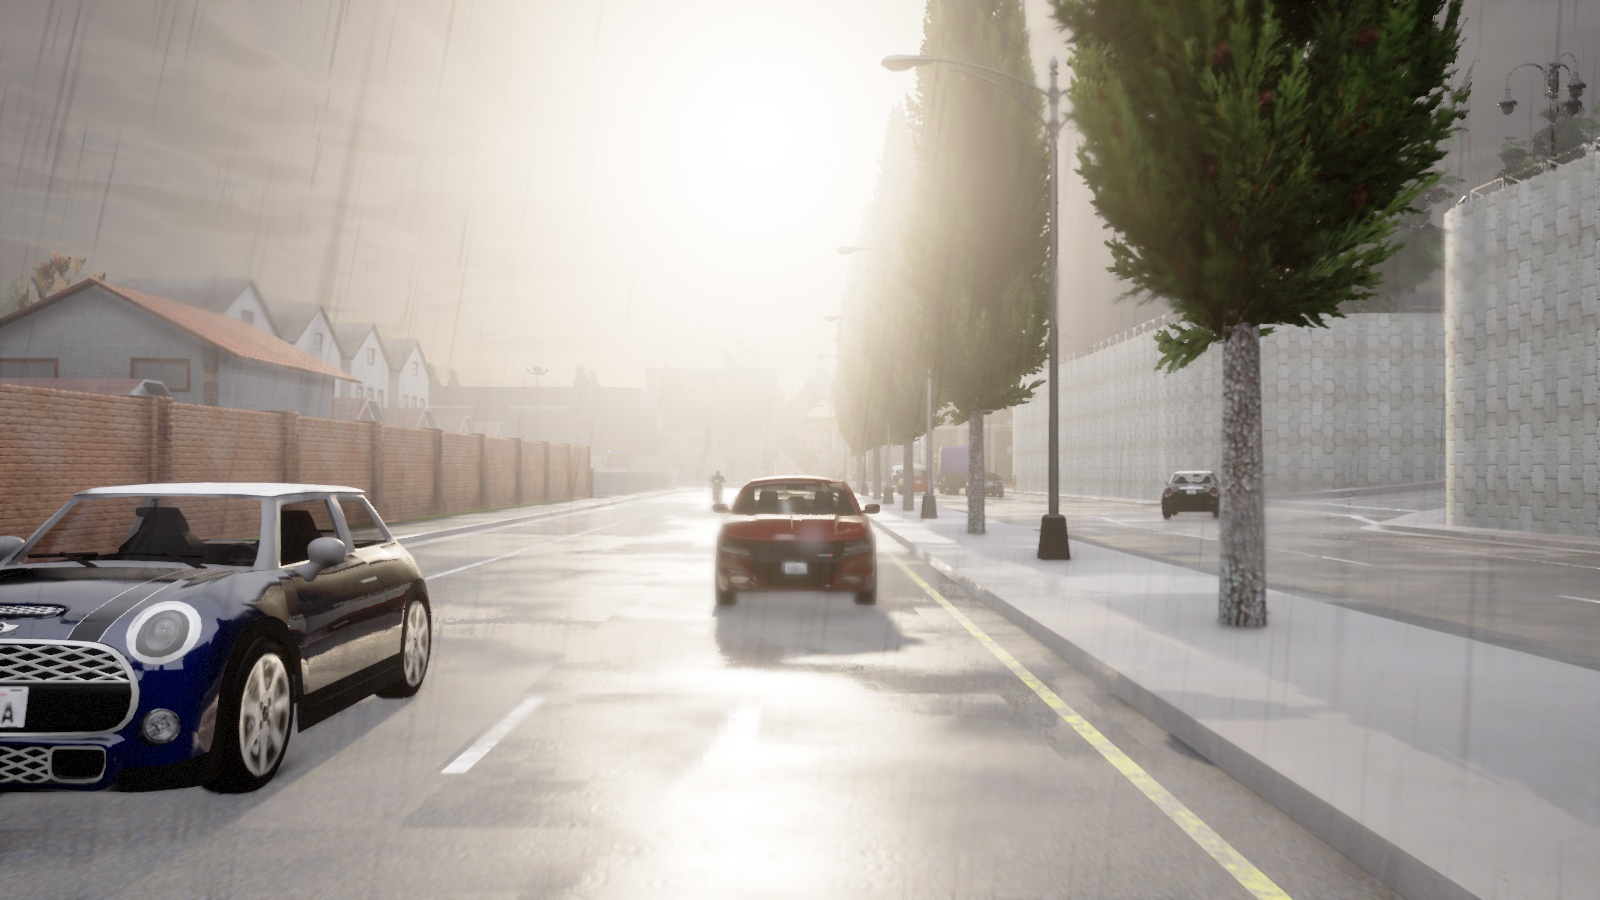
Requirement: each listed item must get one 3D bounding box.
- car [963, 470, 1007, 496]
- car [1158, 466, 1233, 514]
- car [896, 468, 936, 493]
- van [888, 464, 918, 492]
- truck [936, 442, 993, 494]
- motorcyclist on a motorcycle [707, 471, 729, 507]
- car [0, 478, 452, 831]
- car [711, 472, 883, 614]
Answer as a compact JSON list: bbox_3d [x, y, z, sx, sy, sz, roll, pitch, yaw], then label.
[{"bbox_3d":[11.314,2.003,76.894,2.007,1.525,4.514,0,-1,0],"label":"car"},{"bbox_3d":[12.929,1.274,40.957,1.970,1.475,3.806,-2,-1,22],"label":"car"},{"bbox_3d":[7.794,2.048,84.868,2.242,1.667,4.611,0,-1,0],"label":"car"},{"bbox_3d":[7.921,2.136,97.137,2.069,2.038,4.480,0,-1,2],"label":"van"},{"bbox_3d":[11.286,1.242,86.909,2.891,3.462,7.936,0,-1,0],"label":"truck"},{"bbox_3d":[-3.636,1.718,55.857,0.866,1.590,1.817,0,-1,0],"label":"motorcyclist on a motorcycle"},{"bbox_3d":[-3.518,0.916,7.250,1.970,1.475,3.806,0,-1,0],"label":"car"},{"bbox_3d":[-0.040,1.064,16.219,1.882,1.535,5.008,0,-1,0],"label":"car"}]
